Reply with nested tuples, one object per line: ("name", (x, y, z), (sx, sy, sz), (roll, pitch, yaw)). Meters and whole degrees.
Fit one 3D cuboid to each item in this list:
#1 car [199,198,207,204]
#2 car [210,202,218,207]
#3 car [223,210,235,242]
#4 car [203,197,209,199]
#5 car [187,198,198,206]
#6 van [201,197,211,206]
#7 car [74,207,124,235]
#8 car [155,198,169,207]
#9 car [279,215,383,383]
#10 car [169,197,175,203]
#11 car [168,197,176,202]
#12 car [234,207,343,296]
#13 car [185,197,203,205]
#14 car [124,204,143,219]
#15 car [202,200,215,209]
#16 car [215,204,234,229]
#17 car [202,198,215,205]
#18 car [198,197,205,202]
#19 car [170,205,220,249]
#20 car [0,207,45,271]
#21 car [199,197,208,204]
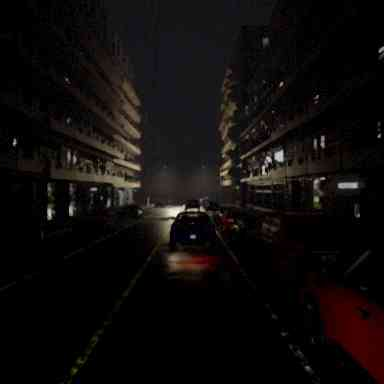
("car", (2.678, 2.156, 82.460), (1.802, 1.307, 4.206), (-1, 0, 0))
("car", (2.650, 1.759, 25.816), (1.947, 1.339, 4.313), (-1, 0, 0))
("car", (2.645, 1.677, 14.487), (1.947, 1.339, 4.313), (-1, 0, 0))
("car", (2.678, 1.905, 48.474), (2.008, 1.369, 4.403), (-1, 0, 0))
("car", (0.100, 1.956, 65.228), (2.128, 1.511, 4.902), (0, -1, 0))
("van", (2.674, 1.809, 65.468), (1.690, 1.788, 3.998), (-1, 0, 0))
("car", (-5.703, 1.696, 20.092), (1.887, 1.381, 4.507), (-1, 0, 0))
("car", (-5.702, 1.981, 59.747), (2.008, 1.369, 4.403), (-1, 0, 0))
("car", (2.640, 1.341, 3.160), (2.192, 1.841, 5.009), (-1, 0, 0))
("car", (-5.702, 2.132, 87.899), (1.752, 1.417, 4.829), (-1, 0, 0))
("car", (-5.702, 2.208, 93.736), (1.947, 1.339, 4.313), (-1, 0, 0))
("car", (2.640, 1.384, 8.825), (2.192, 1.841, 5.009), (-1, 0, 0))
("car", (0.099, 1.701, 47.832), (2.097, 1.767, 4.553), (0, 0, 0))
("car", (-5.702, 1.799, 31.423), (1.947, 1.339, 4.313), (-1, 0, 0))
("car", (2.678, 1.975, 54.138), (1.802, 1.307, 4.206), (-1, 0, 0))
("car", (2.645, 1.697, 20.152), (1.887, 1.381, 4.507), (-1, 0, 0))
("car", (2.680, 1.880, 42.808), (1.947, 1.339, 4.313), (-1, 0, 0))
("car", (2.678, 2.188, 93.790), (1.887, 1.381, 4.507), (-1, 0, 0))
("car", (0.027, 1.595, 15.306), (1.882, 1.535, 5.008), (0, 0, 0))
("car", (-5.707, 1.383, 8.764), (2.192, 1.841, 5.009), (-1, 0, 0))
("car", (2.676, 1.979, 76.797), (1.967, 1.590, 4.097), (-1, 0, 0))
